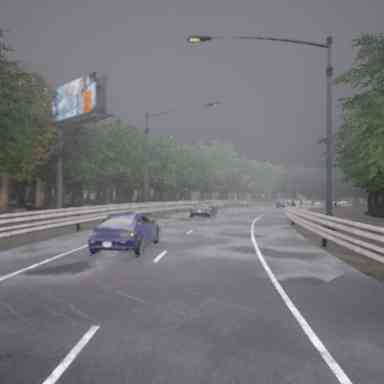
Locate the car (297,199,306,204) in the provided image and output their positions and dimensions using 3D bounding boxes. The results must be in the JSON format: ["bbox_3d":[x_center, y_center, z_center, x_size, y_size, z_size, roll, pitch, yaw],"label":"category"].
[{"bbox_3d":[23.768,2.221,71.551,2.128,1.511,4.902,0,-1,39],"label":"car"}]

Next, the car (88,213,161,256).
[{"bbox_3d":[-2.500,1.531,13.061,1.812,1.442,4.674,0,0,6],"label":"car"}]

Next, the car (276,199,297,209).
[{"bbox_3d":[15.778,1.900,56.281,2.097,1.767,4.553,0,-1,29],"label":"car"}]

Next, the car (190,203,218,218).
[{"bbox_3d":[1.206,1.721,32.109,1.994,1.385,4.181,0,-1,15],"label":"car"}]
